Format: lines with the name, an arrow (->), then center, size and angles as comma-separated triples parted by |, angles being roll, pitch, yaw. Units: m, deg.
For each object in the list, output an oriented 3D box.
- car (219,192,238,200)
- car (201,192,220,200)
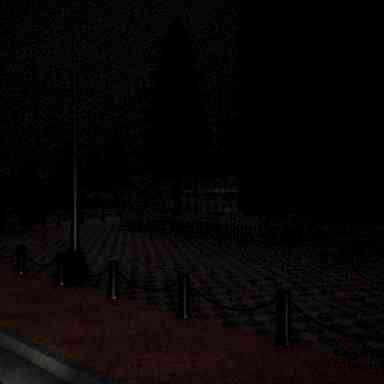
car -> 9.594, 1.358, 84.710 | 3.633, 1.501, 1.845 | 0, 0, 35
car -> 5.235, 1.366, 91.415 | 3.806, 1.475, 1.970 | 0, 0, 35
